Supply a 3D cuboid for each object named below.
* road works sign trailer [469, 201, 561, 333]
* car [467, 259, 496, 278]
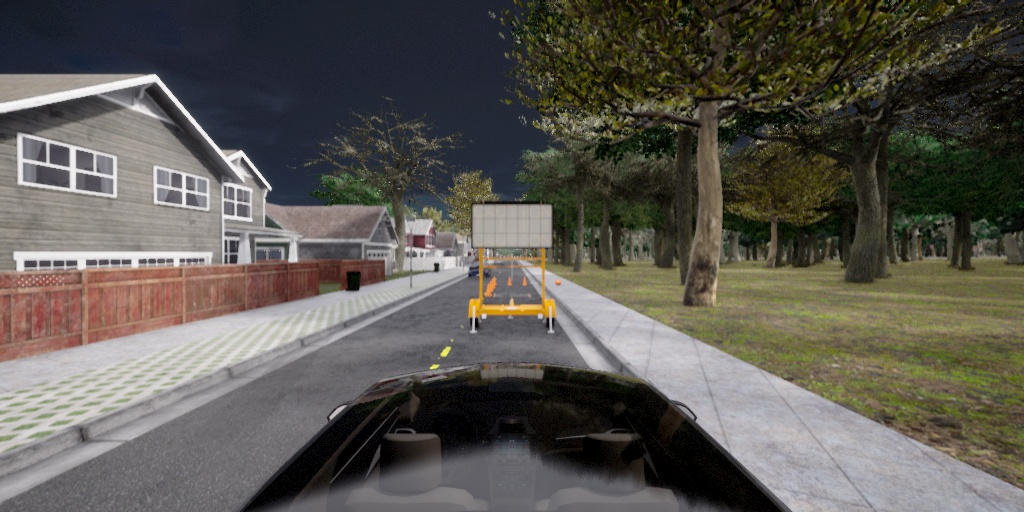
[{"bbox_3d":[0.007,0.187,10.634,2.380,3.560,2.880,0,0,0],"label":"road works sign trailer"},{"bbox_3d":[-2.830,1.211,32.328,2.033,1.411,5.357,0,0,0],"label":"car"}]
